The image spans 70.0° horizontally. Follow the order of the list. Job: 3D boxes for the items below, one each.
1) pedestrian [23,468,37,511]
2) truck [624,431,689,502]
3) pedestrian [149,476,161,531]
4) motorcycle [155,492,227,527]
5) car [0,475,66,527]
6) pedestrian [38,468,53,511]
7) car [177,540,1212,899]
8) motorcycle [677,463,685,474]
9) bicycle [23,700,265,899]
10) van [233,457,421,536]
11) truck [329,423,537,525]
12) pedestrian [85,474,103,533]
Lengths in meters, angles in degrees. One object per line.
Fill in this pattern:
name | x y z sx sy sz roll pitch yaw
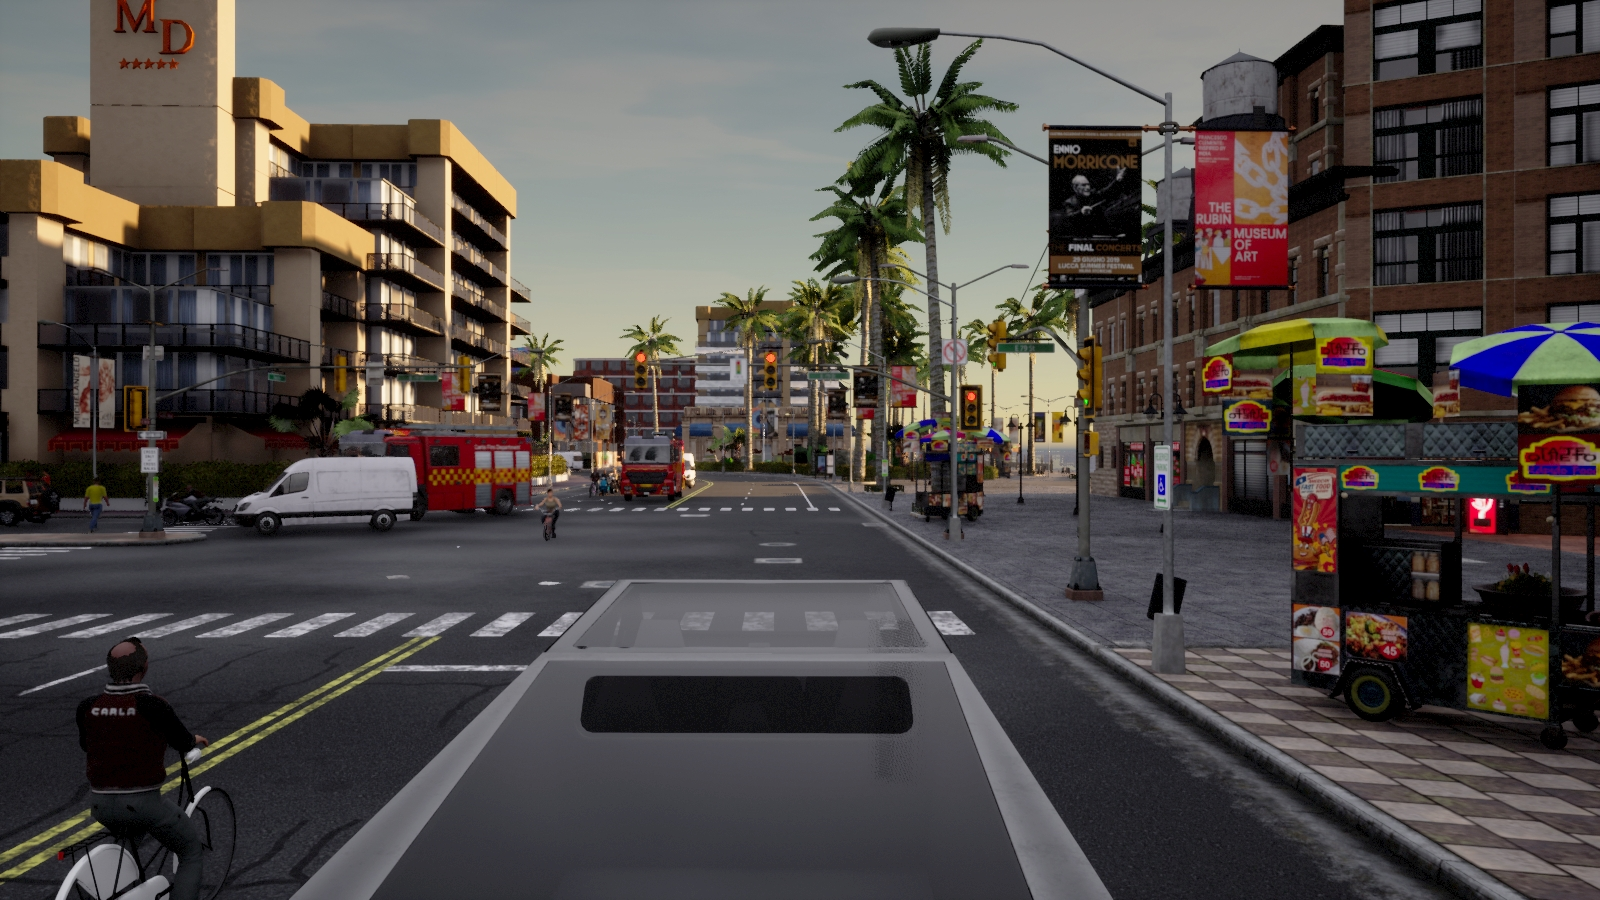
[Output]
pedestrian | -33.138 1.696 49.182 0.375 1.860 0.375 0 0 -8
truck | -8.113 0.890 65.657 2.891 3.827 8.468 0 0 -1
pedestrian | -22.253 1.848 39.417 0.375 1.860 0.375 0 0 -29
motorcycle | -22.709 2.205 42.639 2.209 1.251 0.867 0 0 -13
car | -29.991 1.864 42.116 4.605 1.855 1.932 0 0 -3
pedestrian | -32.465 1.696 49.173 0.375 1.860 0.375 0 0 3
car | -0.214 1.754 5.773 2.390 2.098 6.274 0 0 1
motorcycle | -14.189 2.182 136.549 0.856 1.236 1.805 0 0 -1
bicycle | -3.625 2.210 6.485 0.329 1.171 1.835 0 0 0
van | -16.445 1.534 39.816 5.915 2.561 1.988 0 0 -27
truck | -14.865 0.890 47.094 2.891 3.827 8.468 0 0 29
pedestrian | -22.489 1.705 36.407 0.375 1.860 0.375 0 0 -13
